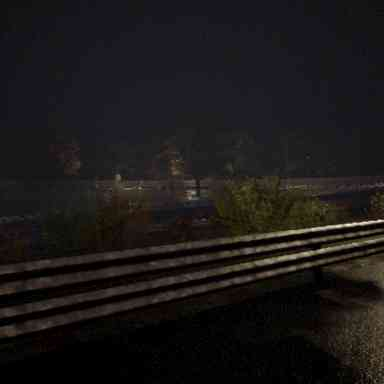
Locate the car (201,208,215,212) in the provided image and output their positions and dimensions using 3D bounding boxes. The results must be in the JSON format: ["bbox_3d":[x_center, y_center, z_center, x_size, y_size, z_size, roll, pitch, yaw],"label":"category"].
[{"bbox_3d":[4.594,3.673,55.265,4.892,1.490,1.837,-4,3,-21],"label":"car"}]

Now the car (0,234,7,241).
[{"bbox_3d":[-26.211,6.128,43.398,5.357,1.411,2.033,-5,3,-21],"label":"car"}]

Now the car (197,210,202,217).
[{"bbox_3d":[3.306,3.568,58.517,5.008,1.535,1.882,-5,3,-21],"label":"car"}]
